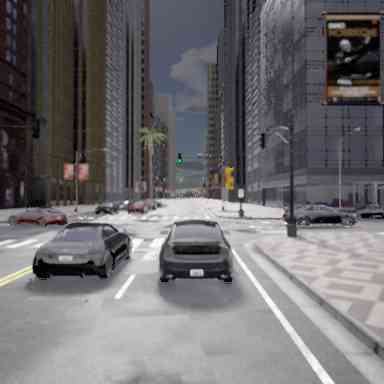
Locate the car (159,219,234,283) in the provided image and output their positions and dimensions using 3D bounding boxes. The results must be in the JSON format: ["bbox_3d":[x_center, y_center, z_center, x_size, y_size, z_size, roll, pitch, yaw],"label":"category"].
[{"bbox_3d":[0.101,1.578,9.851,1.837,1.490,4.892,0,-1,0],"label":"car"}]

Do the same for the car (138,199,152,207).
[{"bbox_3d":[-9.745,2.262,69.147,2.033,1.411,5.357,0,-1,0],"label":"car"}]

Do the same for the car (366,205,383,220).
[{"bbox_3d":[15.187,1.767,28.540,4.313,1.339,1.947,0,-1,-1],"label":"car"}]

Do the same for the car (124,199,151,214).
[{"bbox_3d":[-6.593,1.865,40.839,1.882,1.535,5.008,0,-1,0],"label":"car"}]

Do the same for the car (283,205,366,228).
[{"bbox_3d":[8.724,1.625,22.750,4.902,1.511,2.128,0,-2,-3],"label":"car"}]

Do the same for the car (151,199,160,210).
[{"bbox_3d":[-6.566,1.852,50.877,2.097,1.767,4.553,0,-1,0],"label":"car"}]

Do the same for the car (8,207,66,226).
[{"bbox_3d":[-11.196,1.774,24.100,4.181,1.385,1.994,0,-1,22],"label":"car"}]

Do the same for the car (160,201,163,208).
[{"bbox_3d":[-6.496,2.220,60.874,1.895,1.301,4.718,0,-1,0],"label":"car"}]

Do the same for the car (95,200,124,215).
[{"bbox_3d":[-9.846,1.916,39.114,2.033,1.411,5.357,0,-1,0],"label":"car"}]

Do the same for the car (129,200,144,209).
[{"bbox_3d":[-9.750,2.155,58.554,1.994,1.385,4.181,0,-1,1],"label":"car"}]

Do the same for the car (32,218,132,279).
[{"bbox_3d":[-3.150,1.642,10.325,1.994,1.385,4.181,0,0,0],"label":"car"}]
